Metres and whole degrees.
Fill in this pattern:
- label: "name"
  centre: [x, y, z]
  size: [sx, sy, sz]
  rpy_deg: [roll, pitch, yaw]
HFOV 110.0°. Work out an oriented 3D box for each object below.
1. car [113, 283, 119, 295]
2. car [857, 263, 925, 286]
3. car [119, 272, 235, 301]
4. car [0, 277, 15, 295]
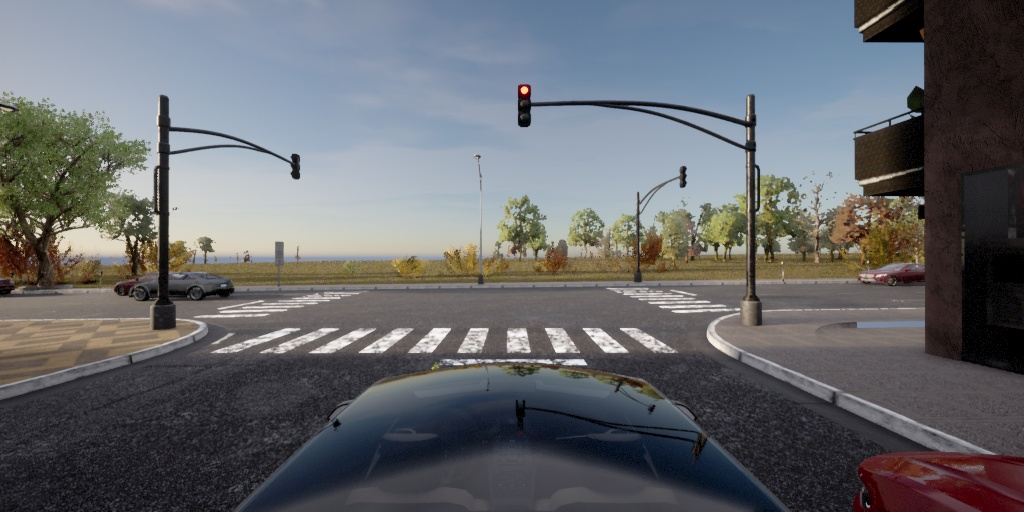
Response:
- label: "car"
  centre: [-20.556, 1.574, 20.937]
  size: [4.207, 1.307, 1.802]
  rpy_deg: [0, 0, 0]
- label: "car"
  centre: [22.951, 1.055, 21.144]
  size: [4.207, 1.307, 1.802]
  rpy_deg: [0, 0, 0]
- label: "car"
  centre: [-16.717, 1.501, 18.275]
  size: [4.181, 1.385, 1.994]
  rpy_deg: [-1, 0, 0]
- label: "car"
  centre: [-31.639, 1.707, 20.815]
  size: [4.207, 1.307, 1.802]
  rpy_deg: [0, 0, 0]
